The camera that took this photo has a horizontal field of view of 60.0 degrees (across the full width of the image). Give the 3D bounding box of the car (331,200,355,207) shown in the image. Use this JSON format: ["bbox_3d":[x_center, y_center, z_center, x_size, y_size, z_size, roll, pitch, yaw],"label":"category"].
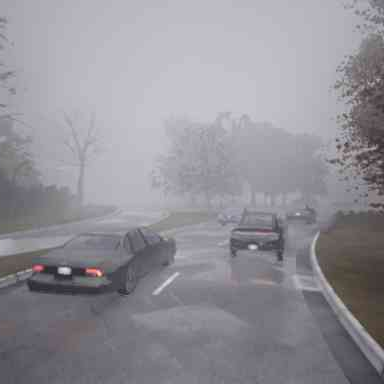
[{"bbox_3d":[30.767,2.334,67.941,1.895,1.301,4.718,1,-1,-24],"label":"car"}]

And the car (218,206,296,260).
[{"bbox_3d":[2.750,1.555,12.998,2.128,1.511,4.902,0,0,19],"label":"car"}]

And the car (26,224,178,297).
[{"bbox_3d":[-1.913,1.586,8.901,2.033,1.411,5.357,0,0,13],"label":"car"}]

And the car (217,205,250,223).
[{"bbox_3d":[3.434,1.604,23.210,2.033,1.411,5.357,0,0,26],"label":"car"}]

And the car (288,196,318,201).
[{"bbox_3d":[24.424,2.014,72.215,2.150,2.045,5.566,1,-1,-44],"label":"car"}]

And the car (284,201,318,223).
[{"bbox_3d":[8.878,1.652,26.985,1.994,1.385,4.181,0,0,26],"label":"car"}]
